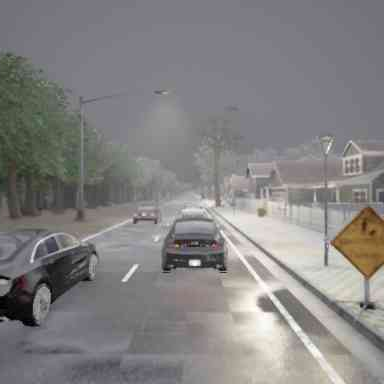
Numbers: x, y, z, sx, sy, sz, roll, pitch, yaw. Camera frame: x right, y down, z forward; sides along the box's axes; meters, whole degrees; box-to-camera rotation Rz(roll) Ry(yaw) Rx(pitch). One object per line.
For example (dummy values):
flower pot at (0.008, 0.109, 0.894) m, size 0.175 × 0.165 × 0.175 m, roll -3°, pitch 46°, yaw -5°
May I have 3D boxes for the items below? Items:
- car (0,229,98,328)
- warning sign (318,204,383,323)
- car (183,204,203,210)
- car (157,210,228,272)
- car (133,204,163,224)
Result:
car at (-3.439, 1.533, 7.056) m, size 2.128 × 1.511 × 4.902 m, roll 0°, pitch 0°, yaw 0°
warning sign at (3.049, 1.148, 5.804) m, size 1.300 × 1.860 × 1.060 m, roll 0°, pitch 0°, yaw 0°
car at (0.093, 1.756, 29.788) m, size 1.895 × 1.301 × 4.718 m, roll 0°, pitch 0°, yaw 0°
car at (0.080, 1.567, 10.939) m, size 1.837 × 1.490 × 4.892 m, roll 0°, pitch 0°, yaw 0°
car at (-3.416, 1.687, 26.258) m, size 2.033 × 1.411 × 5.357 m, roll 0°, pitch 0°, yaw 0°
